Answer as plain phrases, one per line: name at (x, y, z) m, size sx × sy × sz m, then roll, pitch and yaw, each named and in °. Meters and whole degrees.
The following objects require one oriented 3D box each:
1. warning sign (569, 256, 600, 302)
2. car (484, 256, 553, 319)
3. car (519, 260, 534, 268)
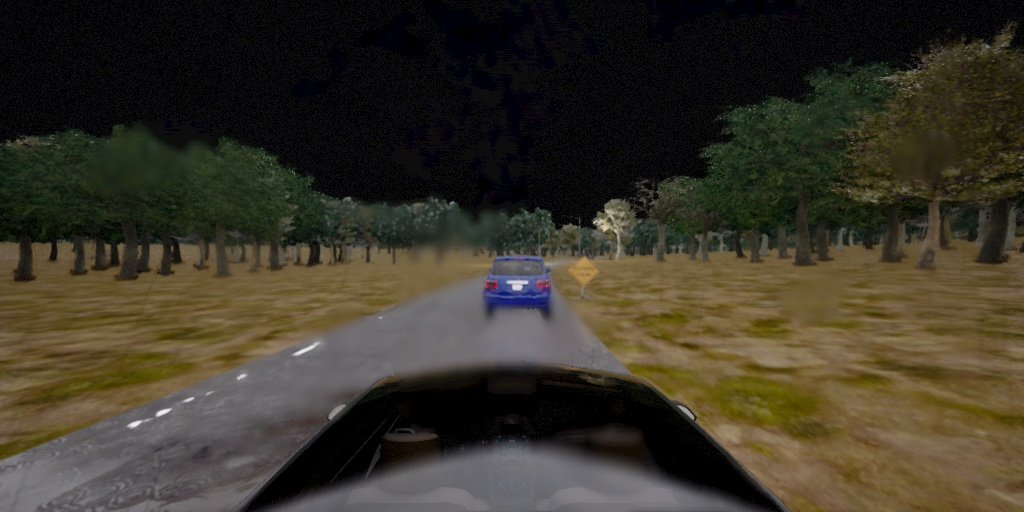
warning sign at (2.993, 0.912, 15.105) m, size 1.300 × 1.860 × 1.060 m, roll 0°, pitch 0°, yaw 3°
car at (0.313, 1.011, 13.166) m, size 2.150 × 2.045 × 5.566 m, roll 0°, pitch 0°, yaw 3°
car at (2.488, 1.325, 61.137) m, size 1.895 × 1.301 × 4.718 m, roll 0°, pitch 0°, yaw 11°
